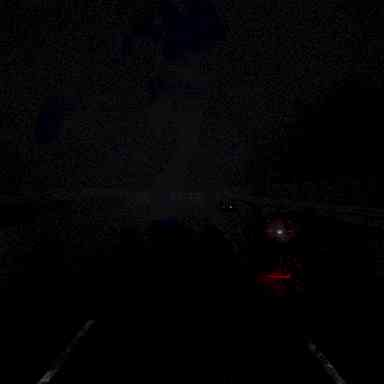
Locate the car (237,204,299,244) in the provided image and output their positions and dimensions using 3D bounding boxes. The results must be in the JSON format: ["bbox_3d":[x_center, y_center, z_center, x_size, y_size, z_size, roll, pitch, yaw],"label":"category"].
[{"bbox_3d":[3.501,1.352,15.541,1.837,1.490,4.892,0,0,0],"label":"car"}]

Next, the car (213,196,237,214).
[{"bbox_3d":[3.504,1.393,32.759,2.033,1.411,5.357,0,0,0],"label":"car"}]

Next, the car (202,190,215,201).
[{"bbox_3d":[3.507,0.892,65.669,2.097,1.767,4.553,0,1,0],"label":"car"}]

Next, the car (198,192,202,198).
[{"bbox_3d":[3.509,0.571,90.582,2.150,2.045,5.566,0,0,0],"label":"car"}]
